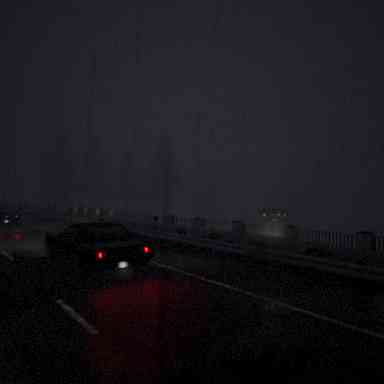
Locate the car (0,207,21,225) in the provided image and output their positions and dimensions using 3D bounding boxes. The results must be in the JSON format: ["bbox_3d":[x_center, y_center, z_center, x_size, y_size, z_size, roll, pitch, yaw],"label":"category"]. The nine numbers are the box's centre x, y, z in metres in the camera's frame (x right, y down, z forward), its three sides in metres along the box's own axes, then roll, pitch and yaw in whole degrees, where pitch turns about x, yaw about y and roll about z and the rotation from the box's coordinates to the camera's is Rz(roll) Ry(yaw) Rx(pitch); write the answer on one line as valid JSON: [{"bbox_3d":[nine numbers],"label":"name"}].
[{"bbox_3d":[-14.612,1.831,25.553,1.895,1.301,4.718,0,-1,-37],"label":"car"}]

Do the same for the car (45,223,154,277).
[{"bbox_3d":[-3.154,1.624,10.476,1.895,1.301,4.718,0,0,-37],"label":"car"}]
